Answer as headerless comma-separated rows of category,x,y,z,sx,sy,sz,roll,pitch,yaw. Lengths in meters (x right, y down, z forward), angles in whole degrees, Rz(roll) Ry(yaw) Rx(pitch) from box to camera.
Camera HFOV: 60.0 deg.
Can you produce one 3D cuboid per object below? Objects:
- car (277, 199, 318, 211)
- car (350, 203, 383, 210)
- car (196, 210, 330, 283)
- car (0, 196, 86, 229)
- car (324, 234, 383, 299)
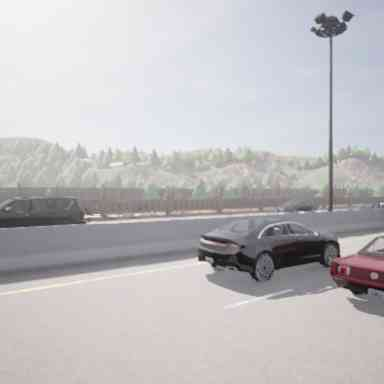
car,10.436,1.480,32.824,4.902,1.511,2.128,0,0,-36
car,14.504,1.630,27.127,5.357,1.411,2.033,0,0,-36
car,2.411,1.503,9.770,4.902,1.511,2.128,0,0,-36
car,-7.852,1.226,15.588,5.566,2.045,2.150,0,0,-36
car,5.253,1.613,7.499,4.718,1.301,1.895,0,0,-36
